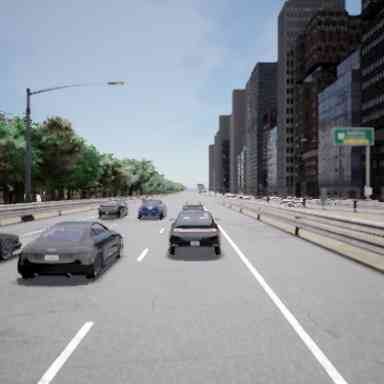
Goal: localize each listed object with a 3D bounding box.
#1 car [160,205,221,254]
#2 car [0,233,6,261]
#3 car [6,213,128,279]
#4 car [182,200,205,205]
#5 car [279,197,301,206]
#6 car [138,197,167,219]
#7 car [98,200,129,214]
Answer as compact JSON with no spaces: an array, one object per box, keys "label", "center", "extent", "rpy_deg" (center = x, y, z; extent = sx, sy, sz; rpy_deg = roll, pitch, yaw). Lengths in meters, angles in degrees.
[{"label":"car","center":[0.104,1.486,13.443],"extent":[2.128,1.511,4.902],"rpy_deg":[0,0,0]},{"label":"car","center":[-6.897,1.543,9.187],"extent":[2.033,1.411,5.357],"rpy_deg":[0,0,0]},{"label":"car","center":[-3.400,1.559,10.073],"extent":[1.994,1.385,4.181],"rpy_deg":[0,0,0]},{"label":"car","center":[0.110,1.481,29.508],"extent":[2.128,1.511,4.902],"rpy_deg":[0,0,0]},{"label":"car","center":[17.441,1.629,59.381],"extent":[2.128,1.511,4.902],"rpy_deg":[0,0,-18]},{"label":"car","center":[-3.391,1.342,29.266],"extent":[2.097,1.767,4.553],"rpy_deg":[0,0,0]},{"label":"car","center":[-6.890,1.482,29.520],"extent":[2.128,1.511,4.902],"rpy_deg":[0,0,0]}]
